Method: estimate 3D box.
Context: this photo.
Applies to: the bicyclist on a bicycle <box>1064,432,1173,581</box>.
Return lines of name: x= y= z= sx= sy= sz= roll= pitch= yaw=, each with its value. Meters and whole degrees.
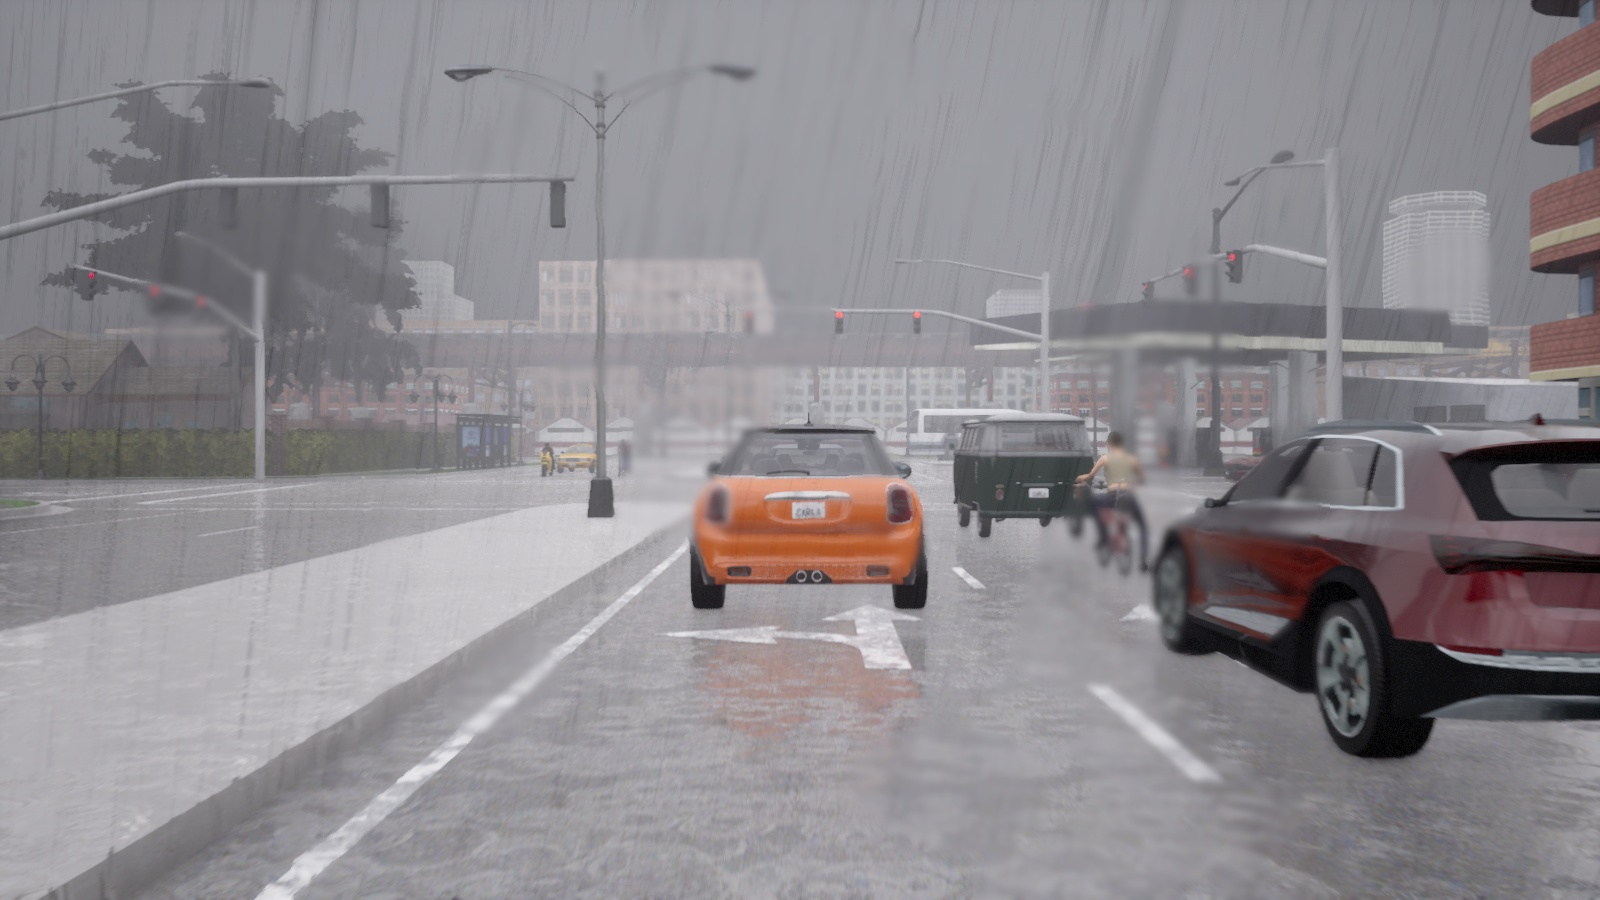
bicyclist on a bicycle: x=3.598 y=0.605 z=14.313 sx=0.866 sy=1.612 sz=1.509 roll=0 pitch=0 yaw=0

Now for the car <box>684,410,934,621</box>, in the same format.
car: x=0.088 y=0.533 z=12.807 sx=2.097 sy=1.767 sz=4.553 roll=0 pitch=0 yaw=0

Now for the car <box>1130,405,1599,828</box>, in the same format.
car: x=3.556 y=0.638 z=7.317 sx=2.033 sy=1.649 sz=4.856 roll=0 pitch=0 yaw=1

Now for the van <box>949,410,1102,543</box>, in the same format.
van: x=3.636 y=0.384 z=21.017 sx=1.775 sy=1.987 sz=4.442 roll=0 pitch=0 yaw=0

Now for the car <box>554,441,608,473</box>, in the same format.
car: x=-11.120 y=0.315 z=64.138 sx=1.801 sy=1.575 sz=5.366 roll=0 pitch=0 yaw=0

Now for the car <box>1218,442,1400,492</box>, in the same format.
car: x=16.053 y=0.513 z=39.738 sx=5.008 sy=1.535 sz=1.882 roll=0 pitch=0 yaw=-2

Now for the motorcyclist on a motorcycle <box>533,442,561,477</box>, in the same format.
motorcyclist on a motorcycle: x=-11.186 y=0.406 z=55.573 sx=0.797 sy=1.523 sz=2.044 roll=0 pitch=0 yaw=0
